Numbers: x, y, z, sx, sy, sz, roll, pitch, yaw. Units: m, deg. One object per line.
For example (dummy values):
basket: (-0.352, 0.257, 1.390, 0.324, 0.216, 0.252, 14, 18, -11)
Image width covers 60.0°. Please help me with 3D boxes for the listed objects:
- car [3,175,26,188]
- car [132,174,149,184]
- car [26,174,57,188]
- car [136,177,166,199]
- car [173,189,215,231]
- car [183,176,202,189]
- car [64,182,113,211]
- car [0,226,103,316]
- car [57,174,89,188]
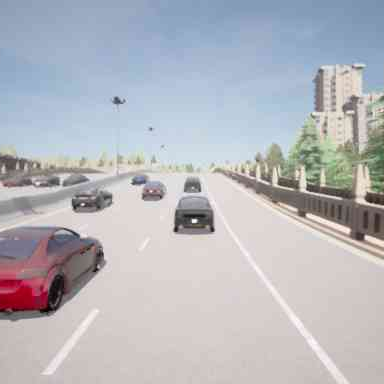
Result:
car: (-21.087, -1.323, 40.479, 1.994, 1.385, 4.181, 0, 6, 0)
car: (-6.909, -1.822, 45.241, 1.994, 1.385, 4.181, 0, 6, 0)
car: (-17.589, -1.389, 40.409, 2.128, 1.511, 4.902, 0, 6, 0)
car: (-3.405, -0.269, 30.212, 2.033, 1.411, 5.357, 0, 6, 0)
car: (0.097, 0.901, 16.497, 1.882, 1.535, 5.008, 0, 4, 0)
car: (0.079, -0.977, 36.580, 1.837, 1.490, 4.892, 0, 7, 0)
car: (-6.904, 0.371, 23.422, 2.128, 1.511, 4.902, 0, 5, 0)
car: (-3.401, 1.438, 7.425, 1.994, 1.385, 4.181, 0, 2, 0)
car: (-14.090, -1.403, 40.406, 1.882, 1.535, 5.008, 0, 6, 0)
